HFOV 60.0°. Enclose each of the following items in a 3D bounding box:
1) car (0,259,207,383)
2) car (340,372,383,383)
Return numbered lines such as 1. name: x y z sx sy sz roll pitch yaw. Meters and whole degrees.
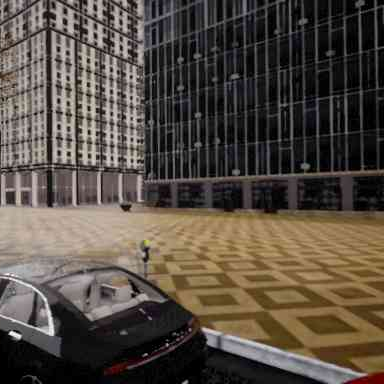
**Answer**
1. car: -1.897 1.548 4.242 4.403 1.369 2.008 0 -1 36
2. car: 2.637 1.547 1.006 4.507 1.381 1.887 0 -1 36
